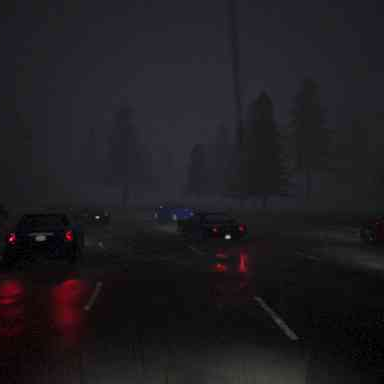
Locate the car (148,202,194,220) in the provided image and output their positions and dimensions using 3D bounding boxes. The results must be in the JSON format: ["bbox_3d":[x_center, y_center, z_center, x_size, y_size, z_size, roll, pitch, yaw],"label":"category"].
[{"bbox_3d":[-1.472,1.622,28.047,1.882,1.535,5.008,1,-1,-36],"label":"car"}]

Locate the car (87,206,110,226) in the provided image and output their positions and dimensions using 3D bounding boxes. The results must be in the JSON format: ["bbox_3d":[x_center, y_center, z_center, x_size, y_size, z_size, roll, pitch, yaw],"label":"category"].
[{"bbox_3d":[-7.618,1.714,24.392,1.994,1.385,4.181,0,0,-35],"label":"car"}]

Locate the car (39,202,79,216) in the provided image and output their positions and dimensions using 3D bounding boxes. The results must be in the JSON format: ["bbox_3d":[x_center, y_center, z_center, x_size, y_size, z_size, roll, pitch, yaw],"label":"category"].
[{"bbox_3d":[-14.242,1.793,35.583,4.181,1.385,1.994,0,0,35],"label":"car"}]

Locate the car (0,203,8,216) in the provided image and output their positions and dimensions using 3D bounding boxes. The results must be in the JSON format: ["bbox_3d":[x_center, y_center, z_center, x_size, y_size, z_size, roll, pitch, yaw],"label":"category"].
[{"bbox_3d":[-22.543,1.865,36.335,4.718,1.301,1.895,0,0,26],"label":"car"}]

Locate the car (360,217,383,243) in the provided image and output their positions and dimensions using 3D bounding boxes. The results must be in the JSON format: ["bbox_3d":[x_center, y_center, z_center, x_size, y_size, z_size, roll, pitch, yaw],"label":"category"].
[{"bbox_3d":[9.125,1.386,13.600,2.097,1.767,4.553,0,0,-12],"label":"car"}]

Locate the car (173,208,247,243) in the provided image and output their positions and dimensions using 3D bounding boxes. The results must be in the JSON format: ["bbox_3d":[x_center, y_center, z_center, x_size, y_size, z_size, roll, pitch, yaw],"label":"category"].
[{"bbox_3d":[0.787,1.681,16.669,1.895,1.301,4.718,0,0,-20],"label":"car"}]

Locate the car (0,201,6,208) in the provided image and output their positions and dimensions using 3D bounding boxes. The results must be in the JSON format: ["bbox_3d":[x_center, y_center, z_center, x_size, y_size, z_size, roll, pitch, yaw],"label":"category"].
[{"bbox_3d":[-18.716,1.572,30.254,4.553,1.767,2.097,0,0,34],"label":"car"}]

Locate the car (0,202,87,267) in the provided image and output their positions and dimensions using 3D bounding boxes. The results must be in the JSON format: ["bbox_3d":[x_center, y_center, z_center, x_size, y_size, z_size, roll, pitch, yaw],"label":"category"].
[{"bbox_3d":[-5.127,1.432,12.093,2.097,1.767,4.553,0,0,-15],"label":"car"}]
